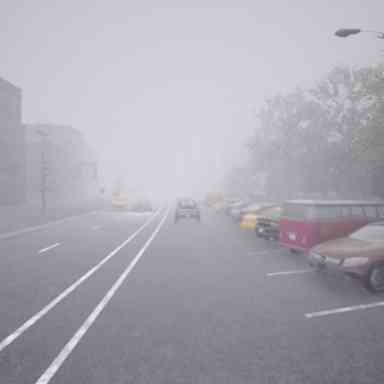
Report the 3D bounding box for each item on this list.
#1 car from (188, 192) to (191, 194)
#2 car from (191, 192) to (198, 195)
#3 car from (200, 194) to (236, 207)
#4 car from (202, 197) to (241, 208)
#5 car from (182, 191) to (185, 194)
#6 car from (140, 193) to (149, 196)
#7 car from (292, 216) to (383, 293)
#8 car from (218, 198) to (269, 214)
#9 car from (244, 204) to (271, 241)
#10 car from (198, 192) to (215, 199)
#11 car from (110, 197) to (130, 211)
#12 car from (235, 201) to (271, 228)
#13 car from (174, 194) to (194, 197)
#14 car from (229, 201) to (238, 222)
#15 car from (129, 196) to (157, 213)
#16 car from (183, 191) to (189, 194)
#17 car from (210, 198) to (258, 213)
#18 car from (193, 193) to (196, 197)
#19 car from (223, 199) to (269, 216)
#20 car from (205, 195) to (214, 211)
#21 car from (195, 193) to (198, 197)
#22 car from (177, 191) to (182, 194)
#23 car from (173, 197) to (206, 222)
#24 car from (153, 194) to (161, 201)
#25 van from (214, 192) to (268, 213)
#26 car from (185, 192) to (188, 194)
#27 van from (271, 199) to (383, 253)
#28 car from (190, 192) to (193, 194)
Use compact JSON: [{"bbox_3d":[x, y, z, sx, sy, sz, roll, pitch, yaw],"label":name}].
[{"bbox_3d":[2.403,1.274,64.992,5.008,1.535,2.097,1,0,-25],"label":"car"},{"bbox_3d":[2.891,1.283,59.075,5.008,1.535,2.097,1,0,-25],"label":"car"},{"bbox_3d":[3.729,1.186,47.212,4.553,1.767,2.185,1,0,-24],"label":"car"},{"bbox_3d":[3.948,1.361,44.252,4.674,1.452,2.002,1,0,-24],"label":"car"},{"bbox_3d":[0.637,1.138,82.740,4.553,1.767,2.185,1,0,-27],"label":"car"},{"bbox_3d":[-11.299,0.901,78.732,1.882,1.535,5.008,0,0,-6],"label":"car"},{"bbox_3d":[5.246,1.510,8.671,4.674,1.452,2.002,1,0,-21],"label":"car"},{"bbox_3d":[4.806,1.438,26.453,4.674,1.452,2.002,1,0,-22],"label":"car"},{"bbox_3d":[5.141,1.452,14.615,5.008,1.535,2.097,1,0,-21],"label":"car"},{"bbox_3d":[4.147,1.081,41.303,5.566,2.045,2.435,1,0,-23],"label":"car"},{"bbox_3d":[-8.120,1.347,38.387,1.882,1.535,5.008,0,0,-3],"label":"car"},{"bbox_3d":[5.255,1.440,17.652,5.366,1.575,1.946,1,0,-22],"label":"car"},{"bbox_3d":[-1.217,1.392,42.879,2.033,1.411,5.357,0,0,-3],"label":"car"},{"bbox_3d":[4.993,1.468,20.554,4.674,1.452,2.002,1,0,-22],"label":"car"},{"bbox_3d":[-5.179,1.441,35.666,1.994,1.385,4.181,0,0,-3],"label":"car"},{"bbox_3d":[1.100,1.263,79.862,5.366,1.575,1.946,1,0,-26],"label":"car"},{"bbox_3d":[4.431,1.396,35.355,4.674,1.452,2.002,1,0,-23],"label":"car"},{"bbox_3d":[3.102,1.318,56.099,4.792,1.488,2.163,1,0,-25],"label":"car"},{"bbox_3d":[4.888,1.453,23.499,4.674,1.452,2.002,0,1,-22],"label":"car"},{"bbox_3d":[4.397,1.364,32.315,5.366,1.575,1.946,1,1,-23],"label":"car"},{"bbox_3d":[3.571,1.304,50.182,4.892,1.521,2.231,1,0,-24],"label":"car"},{"bbox_3d":[-0.417,0.983,91.604,5.566,2.045,2.435,0,0,-27],"label":"car"},{"bbox_3d":[-0.388,1.410,25.263,2.128,1.511,4.902,0,0,-2],"label":"car"},{"bbox_3d":[-8.188,1.277,75.996,1.812,1.442,4.674,0,0,-6],"label":"car"},{"bbox_3d":[4.590,1.156,29.372,4.442,1.987,1.878,1,1,-23],"label":"van"},{"bbox_3d":[1.562,1.267,73.864,5.008,1.535,2.097,1,0,-26],"label":"car"},{"bbox_3d":[5.312,1.237,11.689,4.442,1.987,1.878,1,0,-21],"label":"van"},{"bbox_3d":[2.621,1.152,62.027,4.553,1.767,2.185,1,0,-25],"label":"car"}]
